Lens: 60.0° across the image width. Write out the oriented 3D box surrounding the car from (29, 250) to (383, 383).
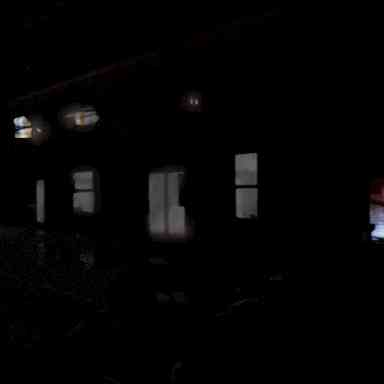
[{"bbox_3d":[1.133,1.315,1.927,5.009,1.841,2.192,0,-1,35],"label":"car"}]
